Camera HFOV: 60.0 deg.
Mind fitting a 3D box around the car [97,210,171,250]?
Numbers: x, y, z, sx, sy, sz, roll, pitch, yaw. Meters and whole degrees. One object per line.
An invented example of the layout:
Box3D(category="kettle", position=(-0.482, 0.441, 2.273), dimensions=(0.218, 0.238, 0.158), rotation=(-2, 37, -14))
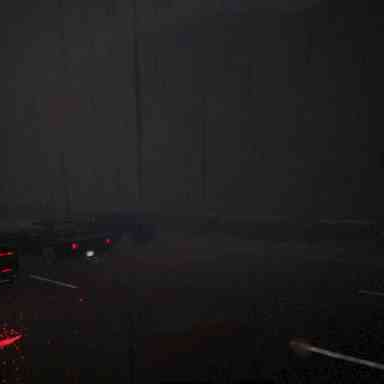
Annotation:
Box3D(category="car", position=(-3.247, 1.561, 14.909), dimensions=(5.008, 1.535, 1.882), rotation=(0, 0, 36))

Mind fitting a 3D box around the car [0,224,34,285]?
Box3D(category="car", position=(-6.306, 1.582, 8.492), dimensions=(4.892, 1.490, 1.837), rotation=(0, 0, 36))

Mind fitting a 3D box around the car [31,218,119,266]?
Box3D(category="car", position=(-5.050, 1.683, 11.896), dimensions=(4.718, 1.301, 1.895), rotation=(0, 0, 36))
